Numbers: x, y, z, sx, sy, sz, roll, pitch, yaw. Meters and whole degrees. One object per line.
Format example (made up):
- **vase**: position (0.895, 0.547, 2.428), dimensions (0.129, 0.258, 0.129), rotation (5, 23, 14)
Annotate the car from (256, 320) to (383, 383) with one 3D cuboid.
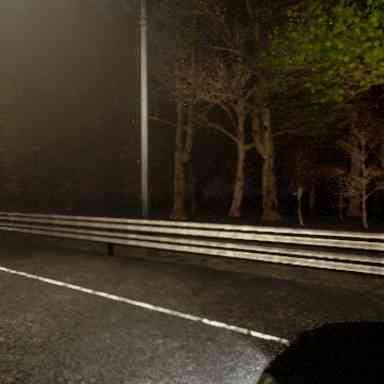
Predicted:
- **car**: position (2.472, 1.556, 2.107), dimensions (4.181, 1.385, 1.994), rotation (-1, 0, 36)
